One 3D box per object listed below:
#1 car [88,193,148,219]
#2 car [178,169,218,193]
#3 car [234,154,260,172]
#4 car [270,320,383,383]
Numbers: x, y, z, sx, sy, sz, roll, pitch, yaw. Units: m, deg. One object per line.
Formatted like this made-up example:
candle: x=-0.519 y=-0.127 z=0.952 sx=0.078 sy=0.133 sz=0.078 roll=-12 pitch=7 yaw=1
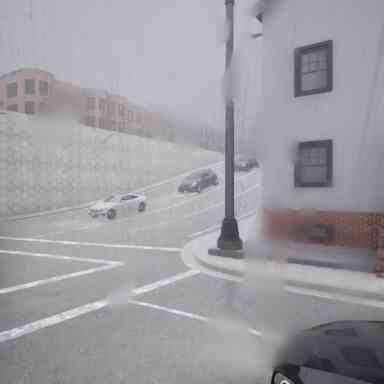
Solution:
car: x=-5.057 y=0.864 z=23.298 sx=1.812 sy=1.442 sz=4.674 roll=0 pitch=7 yaw=35
car: x=0.565 y=-1.125 z=31.326 sx=2.097 sy=1.767 sz=4.553 roll=0 pitch=13 yaw=34
car: x=6.241 y=-3.501 z=39.337 sx=2.097 sy=1.767 sz=4.553 roll=0 pitch=14 yaw=35
car: x=2.789 y=1.526 z=1.981 sx=4.674 sy=1.442 sz=1.812 roll=0 pitch=0 yaw=36
